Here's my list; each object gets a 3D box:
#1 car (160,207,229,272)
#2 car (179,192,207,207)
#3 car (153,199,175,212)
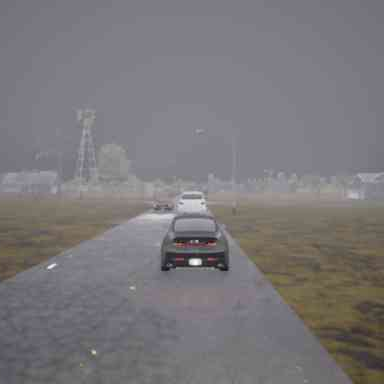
[{"bbox_3d":[0.068,1.436,10.509,1.837,1.490,4.892,0,0,0],"label":"car"},{"bbox_3d":[0.085,1.017,28.144,2.150,2.045,5.566,0,0,2],"label":"car"},{"bbox_3d":[-2.831,1.350,33.918,1.895,1.301,4.718,0,0,0],"label":"car"}]
